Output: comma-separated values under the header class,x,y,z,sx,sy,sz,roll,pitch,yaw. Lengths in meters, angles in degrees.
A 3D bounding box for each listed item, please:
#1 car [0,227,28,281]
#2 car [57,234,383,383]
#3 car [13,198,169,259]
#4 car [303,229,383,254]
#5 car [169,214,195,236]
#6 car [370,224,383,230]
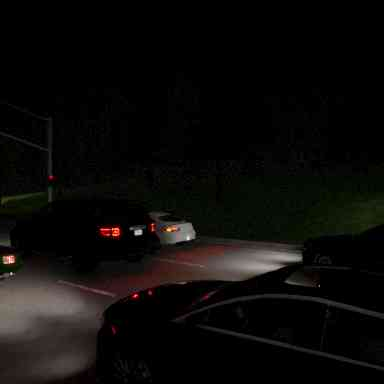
class,x,y,z,sx,sy,sz,roll,pitch,yaw
car,-6.433,1.601,8.532,4.718,1.301,1.895,0,0,36
car,1.110,1.492,3.199,4.902,1.511,2.128,0,0,35
car,-3.668,1.221,10.853,5.566,2.045,2.150,0,0,36
car,4.704,1.547,4.939,5.357,1.411,2.033,0,0,35
car,-2.022,1.526,13.983,4.674,1.442,1.812,0,0,36
car,5.328,1.526,8.769,4.674,1.442,1.812,0,0,35
